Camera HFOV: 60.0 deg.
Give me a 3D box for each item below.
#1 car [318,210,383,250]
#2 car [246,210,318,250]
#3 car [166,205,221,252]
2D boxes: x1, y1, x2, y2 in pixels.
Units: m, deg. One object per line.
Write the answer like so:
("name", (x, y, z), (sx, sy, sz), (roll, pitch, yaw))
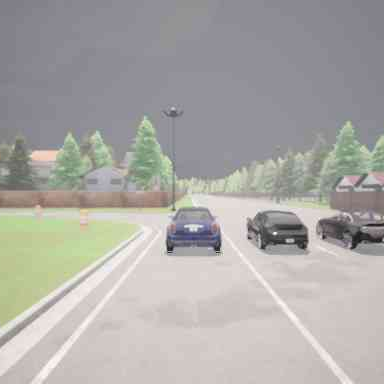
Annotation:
("car", (7.103, 1.547, 14.623), (2.128, 1.511, 4.902), (0, 0, 0))
("car", (3.602, 1.560, 14.694), (1.837, 1.490, 4.892), (0, 0, 0))
("car", (0.060, 1.406, 14.323), (2.097, 1.767, 4.553), (0, 0, 0))
